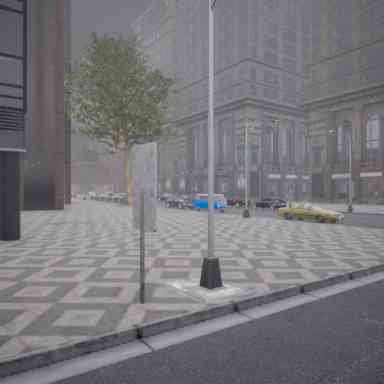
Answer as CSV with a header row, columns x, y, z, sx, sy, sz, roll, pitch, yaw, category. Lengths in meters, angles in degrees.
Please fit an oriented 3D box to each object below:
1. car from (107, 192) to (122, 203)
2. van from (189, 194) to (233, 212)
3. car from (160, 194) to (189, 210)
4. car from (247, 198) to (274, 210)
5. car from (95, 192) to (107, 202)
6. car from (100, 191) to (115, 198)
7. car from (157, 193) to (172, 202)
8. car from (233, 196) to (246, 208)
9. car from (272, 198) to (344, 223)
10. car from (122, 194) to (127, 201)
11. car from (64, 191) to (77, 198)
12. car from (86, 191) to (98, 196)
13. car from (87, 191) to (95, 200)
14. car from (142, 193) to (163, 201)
x,y,z,sx,sy,sz,roll,pitch,yaw,category
-11.069,0.992,51.562,2.008,1.369,4.403,1,0,-35,car
1.819,1.091,33.150,1.690,1.788,3.998,1,0,-35,van
-1.404,1.230,37.753,2.008,1.369,4.403,1,0,-35,car
8.796,1.315,38.048,1.947,1.339,4.313,1,0,-35,car
-14.291,0.911,56.164,2.008,1.369,4.403,1,0,-35,car
-20.196,0.588,79.463,1.887,1.381,4.507,1,0,-35,car
-4.087,0.881,56.457,1.967,1.590,4.097,1,0,-35,car
5.576,1.224,42.649,1.887,1.381,4.507,1,0,-35,car
8.359,1.398,23.803,1.752,1.417,4.829,1,0,-35,car
-7.751,1.051,46.821,1.752,1.417,4.829,1,0,-35,car
-27.175,0.484,74.570,1.967,1.590,4.097,1,0,-35,car
-26.639,0.472,88.666,1.802,1.307,4.206,1,0,-35,car
-17.512,0.830,60.766,2.008,1.369,4.403,1,0,-35,car
-7.311,0.910,61.058,2.008,1.369,4.403,1,0,-35,car
